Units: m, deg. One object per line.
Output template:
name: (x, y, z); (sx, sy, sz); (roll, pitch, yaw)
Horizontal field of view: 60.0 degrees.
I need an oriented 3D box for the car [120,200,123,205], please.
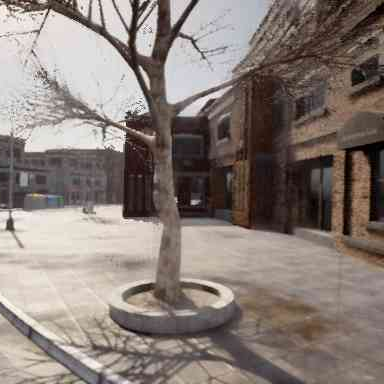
car: (-13.828, 2.060, 71.581); (1.882, 1.535, 5.008); (1, -1, 11)
